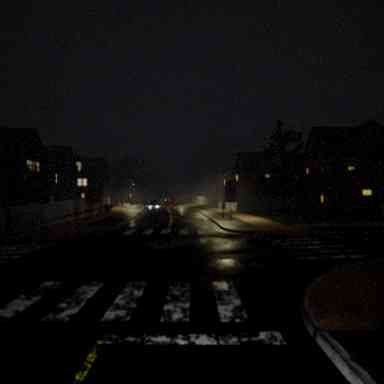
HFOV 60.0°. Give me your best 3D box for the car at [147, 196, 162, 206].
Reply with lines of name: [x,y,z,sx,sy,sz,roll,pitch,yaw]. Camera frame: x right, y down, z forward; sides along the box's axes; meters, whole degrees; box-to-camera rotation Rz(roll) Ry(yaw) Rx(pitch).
car: [-7.120,1.773,60.554,1.994,1.385,4.181,0,-1,-10]

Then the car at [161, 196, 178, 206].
car: [-3.670,1.777,56.927,1.895,1.301,4.718,0,0,-10]

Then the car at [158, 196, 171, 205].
car: [-5.575,1.626,66.780,2.097,1.767,4.553,0,-1,-12]
